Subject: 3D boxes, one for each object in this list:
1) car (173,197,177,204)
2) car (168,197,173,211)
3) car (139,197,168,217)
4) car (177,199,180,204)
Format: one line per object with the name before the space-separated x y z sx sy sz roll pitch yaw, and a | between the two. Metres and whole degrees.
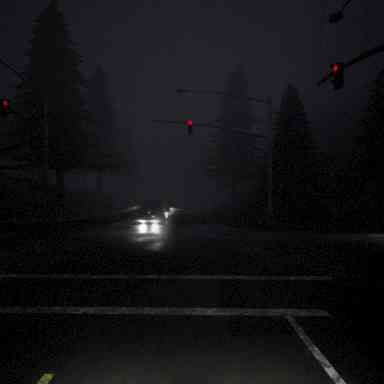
car | -3.955 1.491 50.385 2.128 1.511 4.902 0 0 -7
car | -3.663 1.478 40.235 1.882 1.535 5.008 0 0 0
car | -3.664 1.491 30.732 2.128 1.511 4.902 0 0 0
car | -4.122 1.564 61.576 1.994 1.385 4.181 0 0 -39
